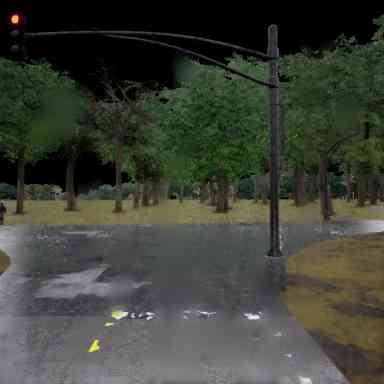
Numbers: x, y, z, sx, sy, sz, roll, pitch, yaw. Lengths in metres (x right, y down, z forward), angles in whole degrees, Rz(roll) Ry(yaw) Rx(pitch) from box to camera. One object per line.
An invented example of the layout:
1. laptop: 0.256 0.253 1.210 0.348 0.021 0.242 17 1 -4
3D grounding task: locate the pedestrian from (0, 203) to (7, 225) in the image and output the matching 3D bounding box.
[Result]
1. pedestrian: -15.240 1.718 26.748 0.375 1.860 0.375 0 -1 0
